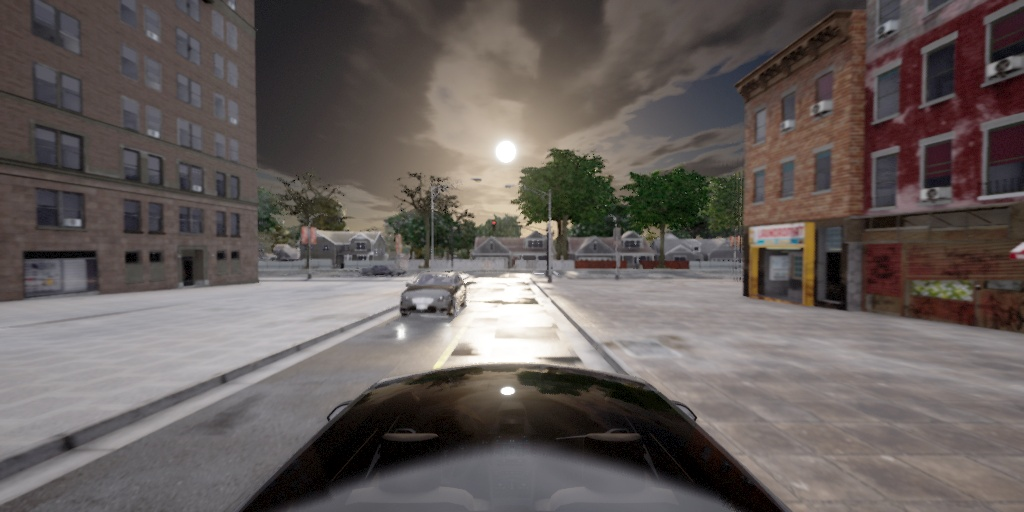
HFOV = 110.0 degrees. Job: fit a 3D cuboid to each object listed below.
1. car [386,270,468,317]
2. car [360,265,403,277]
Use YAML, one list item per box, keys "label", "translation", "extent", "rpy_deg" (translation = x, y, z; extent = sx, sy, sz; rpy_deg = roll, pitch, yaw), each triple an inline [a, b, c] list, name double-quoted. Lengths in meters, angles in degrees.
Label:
- label: "car"
  translation: [-2.852, 1.367, 13.819]
  extent: [2.128, 1.511, 4.902]
  rpy_deg: [0, -1, 0]
- label: "car"
  translation: [-16.046, 1.861, 44.867]
  extent: [5.357, 1.411, 2.033]
  rpy_deg: [0, 1, 0]
